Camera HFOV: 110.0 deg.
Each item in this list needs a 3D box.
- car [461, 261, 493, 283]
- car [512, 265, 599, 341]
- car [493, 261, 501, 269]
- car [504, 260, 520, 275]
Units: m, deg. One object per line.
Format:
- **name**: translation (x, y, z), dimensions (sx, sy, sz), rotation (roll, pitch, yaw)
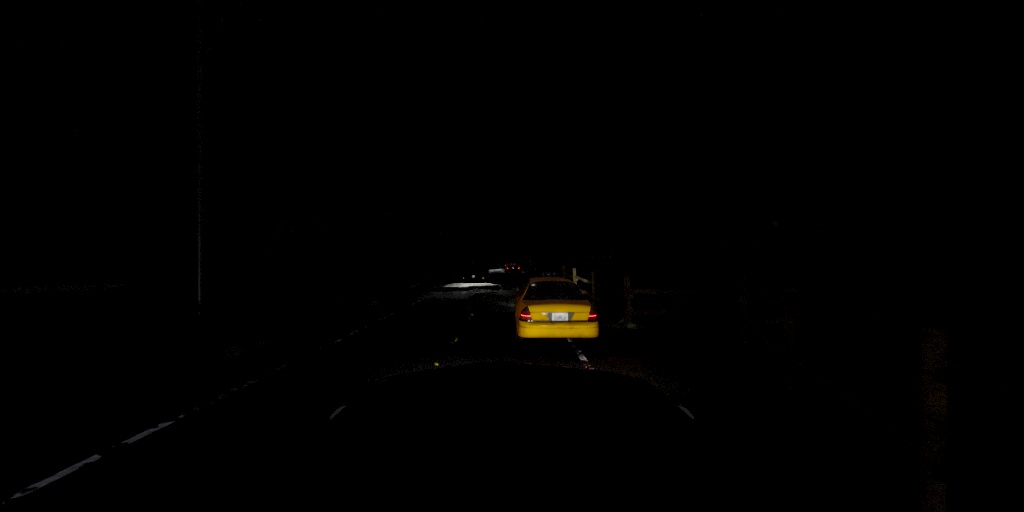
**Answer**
- **car**: translation (-2.821, 1.314, 28.203), dimensions (1.994, 1.385, 4.181), rotation (0, 0, 0)
- **car**: translation (0.972, 1.204, 9.814), dimensions (1.801, 1.575, 5.366), rotation (0, 0, 0)
- **car**: translation (-2.689, 1.368, 55.888), dimensions (1.895, 1.301, 4.718), rotation (0, 0, 0)
- **car**: translation (0.125, 1.303, 39.701), dimensions (2.033, 1.411, 5.357), rotation (0, 0, 0)
